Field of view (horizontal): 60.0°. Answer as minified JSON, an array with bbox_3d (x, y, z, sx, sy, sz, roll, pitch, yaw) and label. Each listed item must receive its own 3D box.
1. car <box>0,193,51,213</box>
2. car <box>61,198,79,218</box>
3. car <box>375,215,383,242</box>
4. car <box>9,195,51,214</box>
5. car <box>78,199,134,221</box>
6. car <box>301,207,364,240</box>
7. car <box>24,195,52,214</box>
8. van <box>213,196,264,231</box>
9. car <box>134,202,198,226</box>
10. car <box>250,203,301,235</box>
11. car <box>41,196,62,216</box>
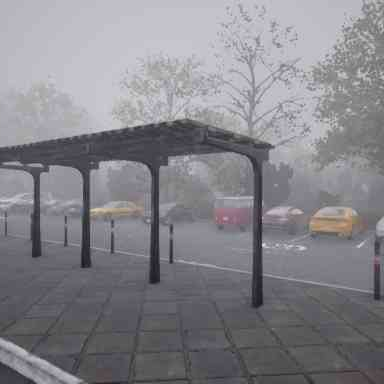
[{"bbox_3d":[-17.301,1.097,34.934,2.435,2.045,5.566,0,0,35],"label":"car"},{"bbox_3d":[-8.216,1.433,28.555,2.163,1.488,4.792,0,0,35],"label":"car"},{"bbox_3d":[9.873,1.556,15.677,2.002,1.452,4.674,0,0,35],"label":"car"},{"bbox_3d":[-15.019,1.362,33.355,2.097,1.535,5.008,0,0,35],"label":"car"},{"bbox_3d":[-6.077,1.414,26.774,1.946,1.575,5.366,0,0,35],"label":"car"},{"bbox_3d":[7.608,1.501,17.281,2.097,1.535,5.008,0,0,35],"label":"car"},{"bbox_3d":[-12.755,1.375,31.749,2.097,1.535,5.008,0,0,35],"label":"car"},{"bbox_3d":[3.152,1.247,20.593,1.878,1.987,4.442,0,0,35],"label":"van"},{"bbox_3d":[-1.459,1.475,23.688,2.163,1.488,4.792,0,0,35],"label":"car"},{"bbox_3d":[5.345,1.527,18.890,2.002,1.452,4.674,0,0,35],"label":"car"},{"bbox_3d":[-10.491,1.391,30.143,2.231,1.521,4.892,0,0,35],"label":"car"}]
